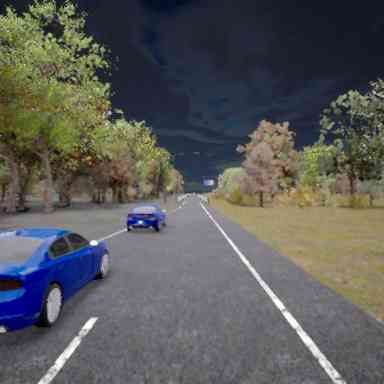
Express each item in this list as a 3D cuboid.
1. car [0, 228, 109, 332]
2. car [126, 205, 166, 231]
[{"bbox_3d":[-3.210,1.493,7.025,1.882,1.535,5.008,0,0,1],"label":"car"},{"bbox_3d":[-2.743,1.524,20.824,1.882,1.535,5.008,0,0,2],"label":"car"}]
